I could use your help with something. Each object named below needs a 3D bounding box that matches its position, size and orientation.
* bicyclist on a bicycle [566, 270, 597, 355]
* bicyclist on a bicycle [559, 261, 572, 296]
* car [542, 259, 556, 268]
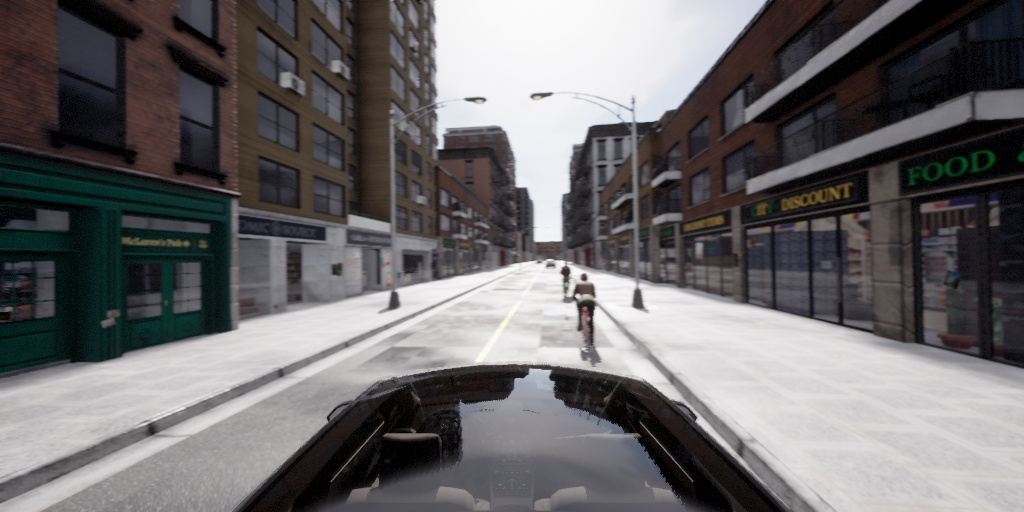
[{"bbox_3d":[1.575,1.192,7.695,0.582,1.620,1.656,-1,0,6],"label":"bicyclist on a bicycle"},{"bbox_3d":[2.592,1.119,17.266,0.659,1.776,1.843,-1,0,6],"label":"bicyclist on a bicycle"},{"bbox_3d":[6.582,1.400,60.937,1.895,1.301,4.718,-1,0,6],"label":"car"}]
